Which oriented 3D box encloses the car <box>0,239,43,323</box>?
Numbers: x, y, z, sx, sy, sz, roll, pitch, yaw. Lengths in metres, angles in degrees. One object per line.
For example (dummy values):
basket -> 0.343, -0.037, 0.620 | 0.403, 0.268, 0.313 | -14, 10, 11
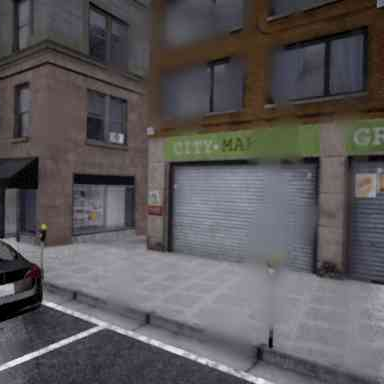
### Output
car -> -4.489, 1.475, 6.135 | 4.313, 1.339, 1.947 | 1, 1, 35
